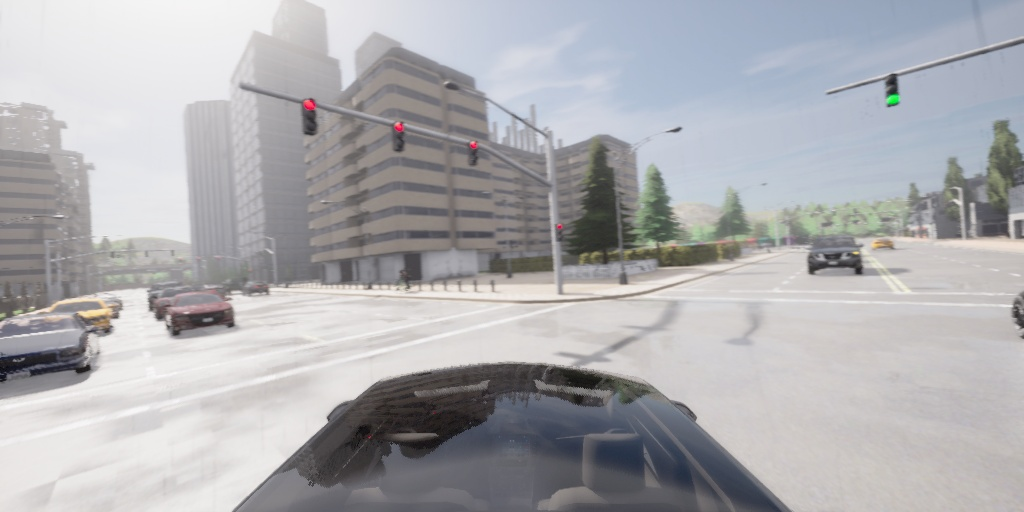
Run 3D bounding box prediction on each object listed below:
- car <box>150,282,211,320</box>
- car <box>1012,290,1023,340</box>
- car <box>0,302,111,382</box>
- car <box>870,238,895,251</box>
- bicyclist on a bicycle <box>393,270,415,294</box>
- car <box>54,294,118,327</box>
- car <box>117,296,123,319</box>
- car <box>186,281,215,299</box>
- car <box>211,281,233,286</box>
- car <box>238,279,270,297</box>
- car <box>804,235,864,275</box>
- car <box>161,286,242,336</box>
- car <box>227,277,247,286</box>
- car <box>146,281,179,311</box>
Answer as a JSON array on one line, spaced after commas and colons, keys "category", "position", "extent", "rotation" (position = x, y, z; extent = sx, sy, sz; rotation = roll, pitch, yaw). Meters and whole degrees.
[{"category": "car", "position": [-19.624, 2.623, 21.169], "extent": [4.553, 1.767, 2.097], "rotation": [-4, -1, 43]}, {"category": "car", "position": [8.599, 0.750, 4.618], "extent": [1.994, 1.385, 4.181], "rotation": [-4, -1, 43]}, {"category": "car", "position": [-11.940, 2.182, 9.103], "extent": [5.357, 1.411, 2.033], "rotation": [-4, -1, 43]}, {"category": "car", "position": [45.954, -1.528, 44.526], "extent": [1.882, 1.535, 5.008], "rotation": [-4, -1, 43]}, {"category": "bicyclist on a bicycle", "position": [-7.401, 1.766, 24.572], "extent": [0.582, 1.620, 1.656], "rotation": [-4, -2, 43]}, {"category": "car", "position": [-19.071, 2.662, 15.838], "extent": [5.008, 1.535, 1.882], "rotation": [-4, -1, 43]}, {"category": "car", "position": [-25.751, 3.264, 22.166], "extent": [4.181, 1.385, 1.994], "rotation": [-4, -1, 43]}, {"category": "car", "position": [-37.123, 4.018, 42.659], "extent": [4.553, 1.767, 2.097], "rotation": [-5, -1, 43]}, {"category": "car", "position": [-30.471, 3.646, 36.450], "extent": [4.902, 1.511, 2.128], "rotation": [-4, -1, 44]}, {"category": "car", "position": [-27.448, 3.470, 38.395], "extent": [4.892, 1.490, 1.837], "rotation": [-4, -1, 44]}, {"category": "car", "position": [18.122, -0.102, 20.159], "extent": [2.150, 2.045, 5.566], "rotation": [-4, -1, 44]}, {"category": "car", "position": [-13.122, 2.247, 15.027], "extent": [5.008, 1.535, 1.882], "rotation": [-4, -1, 43]}, {"category": "car", "position": [-34.692, 3.744, 45.165], "extent": [5.566, 2.045, 2.150], "rotation": [-4, -1, 43]}, {"category": "car", "position": [-27.312, 3.085, 28.445], "extent": [5.566, 2.045, 2.150], "rotation": [-4, -1, 43]}]
